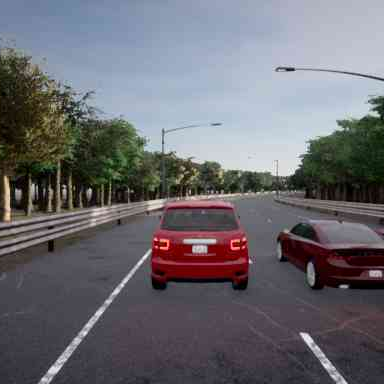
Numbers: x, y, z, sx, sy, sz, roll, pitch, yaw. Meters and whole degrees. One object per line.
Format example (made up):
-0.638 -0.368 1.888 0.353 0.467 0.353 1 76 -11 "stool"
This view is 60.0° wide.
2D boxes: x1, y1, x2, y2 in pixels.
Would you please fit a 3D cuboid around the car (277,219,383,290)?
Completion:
3.713 1.478 9.113 1.882 1.535 5.008 0 0 1 "car"

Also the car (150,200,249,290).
0.207 1.222 9.237 2.150 2.045 5.566 0 0 1 "car"

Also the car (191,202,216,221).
1.031 1.567 28.223 1.994 1.385 4.181 0 0 4 "car"
